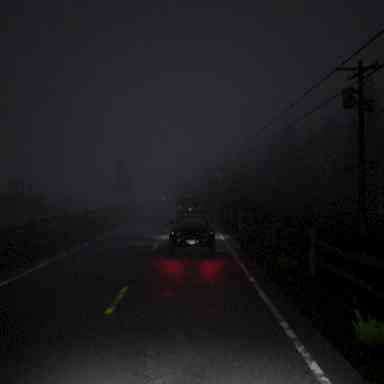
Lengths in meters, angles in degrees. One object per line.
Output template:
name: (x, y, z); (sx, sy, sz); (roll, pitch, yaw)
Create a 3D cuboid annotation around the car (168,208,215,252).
car: (-0.001, 1.661, 14.388); (1.812, 1.442, 4.674); (0, 0, 0)

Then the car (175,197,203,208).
car: (-0.240, 1.488, 29.057); (2.150, 2.045, 5.566); (0, 0, -2)

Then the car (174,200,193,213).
car: (-1.186, 1.903, 44.169); (2.128, 1.511, 4.902); (0, -1, -5)
